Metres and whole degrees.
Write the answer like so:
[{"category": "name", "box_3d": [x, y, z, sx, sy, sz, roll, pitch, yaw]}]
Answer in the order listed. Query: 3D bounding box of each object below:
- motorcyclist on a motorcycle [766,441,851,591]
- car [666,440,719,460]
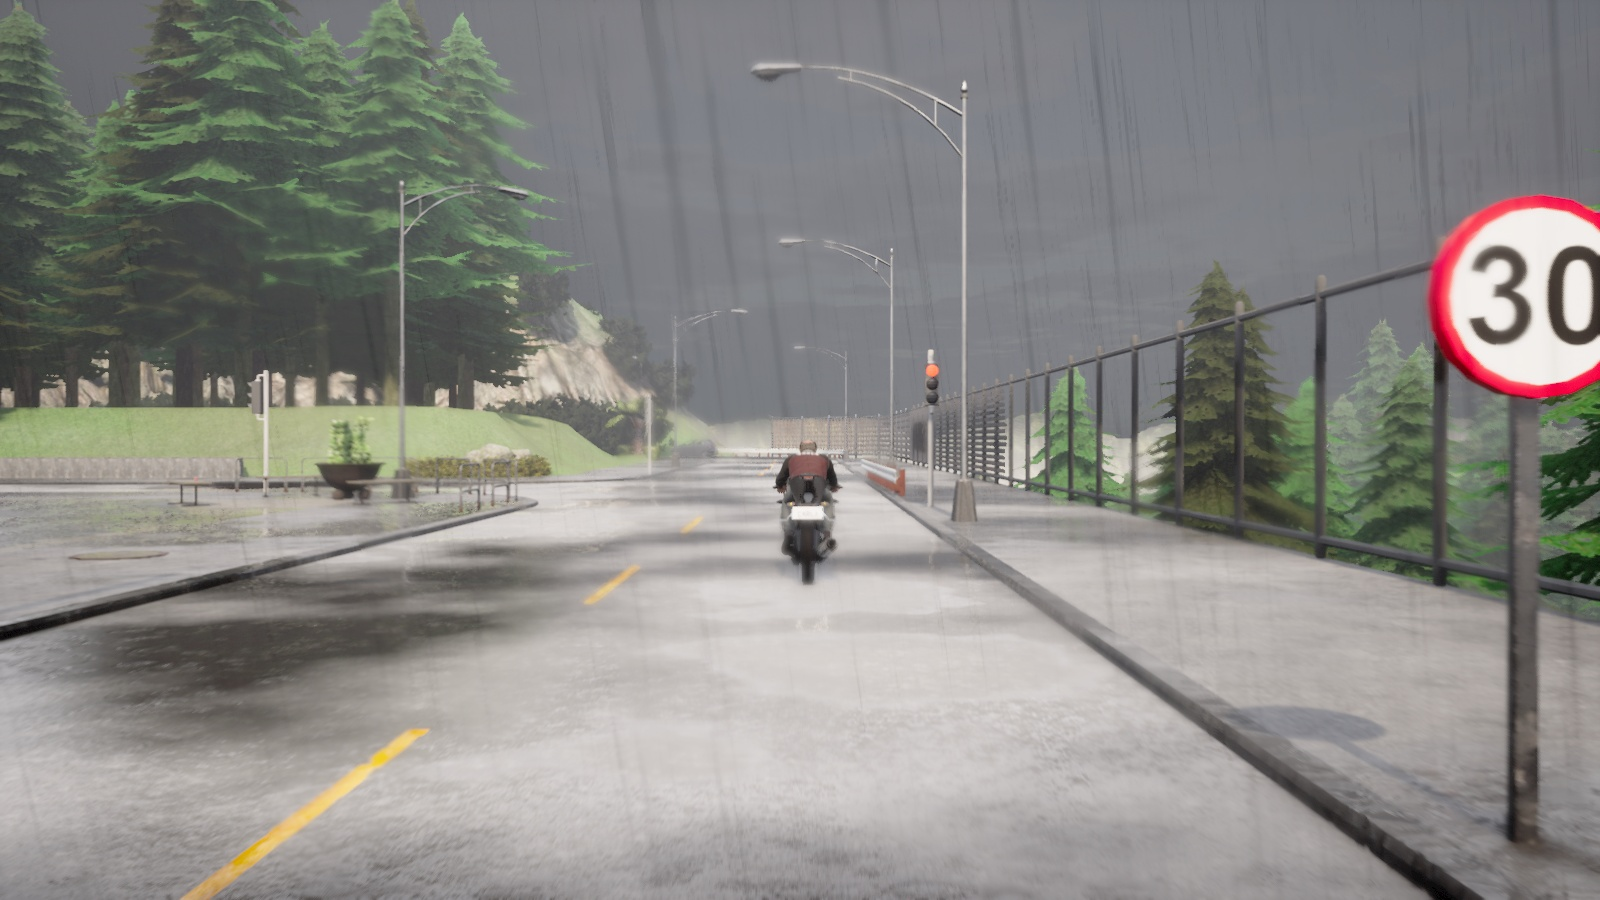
[{"category": "motorcyclist on a motorcycle", "box_3d": [0.089, 0.668, 13.894, 0.866, 1.530, 2.191, 0, 0, 0]}, {"category": "car", "box_3d": [-8.279, -0.031, 96.672, 3.633, 1.501, 1.845, 0, 0, 18]}]
